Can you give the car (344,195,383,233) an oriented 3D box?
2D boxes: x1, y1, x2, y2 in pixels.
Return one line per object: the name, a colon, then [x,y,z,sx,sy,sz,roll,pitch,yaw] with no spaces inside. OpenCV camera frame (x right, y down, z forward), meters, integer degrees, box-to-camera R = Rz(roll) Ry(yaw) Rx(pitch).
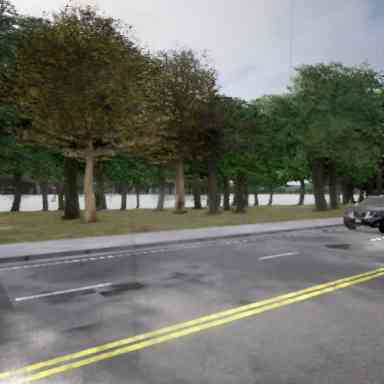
car: [11.354,1.231,19.821,5.566,2.045,2.150,0,0,-36]
